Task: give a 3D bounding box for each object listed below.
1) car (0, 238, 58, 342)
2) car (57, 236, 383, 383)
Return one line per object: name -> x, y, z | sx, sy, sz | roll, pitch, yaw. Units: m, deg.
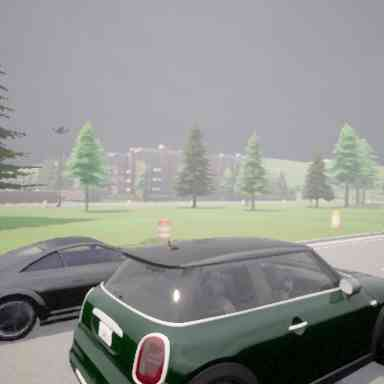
car -> -2.079, 1.587, 6.562 | 4.181, 1.385, 1.994 | 1, 0, -35
car -> 0.905, 1.389, 4.391 | 4.553, 1.767, 2.097 | 1, -1, -35
